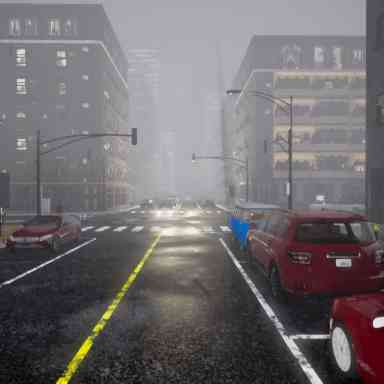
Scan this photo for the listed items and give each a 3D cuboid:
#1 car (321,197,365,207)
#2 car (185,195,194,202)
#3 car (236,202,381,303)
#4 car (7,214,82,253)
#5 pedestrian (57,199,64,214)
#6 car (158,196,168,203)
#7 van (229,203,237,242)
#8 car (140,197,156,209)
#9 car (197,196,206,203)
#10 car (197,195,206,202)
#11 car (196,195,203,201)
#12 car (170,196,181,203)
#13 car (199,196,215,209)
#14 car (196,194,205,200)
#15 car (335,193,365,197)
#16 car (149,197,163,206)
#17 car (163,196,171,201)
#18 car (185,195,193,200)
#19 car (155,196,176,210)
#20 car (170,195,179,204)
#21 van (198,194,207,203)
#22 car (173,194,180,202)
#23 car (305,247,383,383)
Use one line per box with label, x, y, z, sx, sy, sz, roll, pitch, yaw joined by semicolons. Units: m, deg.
car;13.374;1.369;30.728;4.718;1.301;1.895;-1;0;-1
car;-0.631;1.538;75.523;1.812;1.442;4.674;0;0;0
car;2.618;1.314;8.170;2.192;1.841;5.009;0;0;0
car;-5.807;1.581;13.628;1.802;1.307;4.206;0;0;0
pedestrian;-7.493;1.292;18.800;0.375;1.860;0.375;0;0;0
car;-6.312;1.565;73.649;1.887;1.381;4.507;0;0;0
van;2.572;1.340;13.697;1.690;1.788;3.998;0;0;0
car;-6.080;1.570;46.032;1.947;1.339;4.313;0;0;0
car;2.069;1.586;73.707;1.947;1.339;4.313;0;0;0
car;2.255;1.573;51.614;1.947;1.339;4.313;0;0;0
car;1.927;1.559;90.446;1.752;1.417;4.829;0;0;0
car;-3.614;1.560;73.648;2.033;1.411;5.357;0;0;0
car;2.301;1.586;46.091;1.802;1.307;4.206;0;0;0
car;2.162;1.558;62.660;1.887;1.381;4.507;0;0;0
car;15.484;1.032;33.340;5.009;1.841;2.192;-1;1;-1
car;-6.172;1.576;57.079;1.947;1.339;4.313;0;0;0
car;-6.405;1.611;84.695;1.802;1.307;4.206;0;0;0
car;-0.714;1.457;85.558;1.895;1.301;4.718;0;0;0
car;-3.448;1.604;43.972;1.895;1.301;4.718;0;0;-1
car;-3.537;1.571;53.061;1.994;1.385;4.181;0;0;-1
van;2.114;1.358;68.184;1.690;1.788;3.998;0;0;0
car;-3.581;1.365;63.111;2.097;1.767;4.553;0;0;0
car;2.667;1.544;2.642;1.887;1.381;4.507;0;0;0
